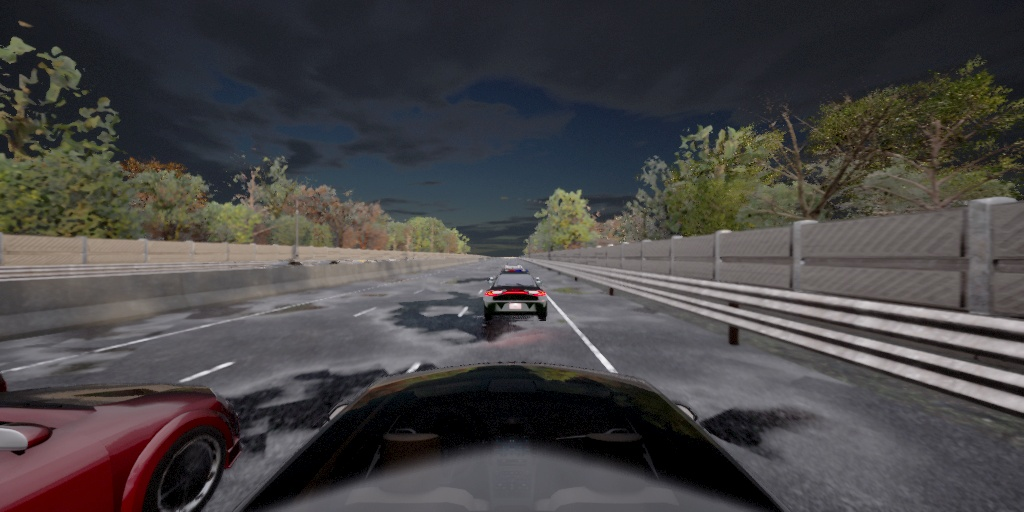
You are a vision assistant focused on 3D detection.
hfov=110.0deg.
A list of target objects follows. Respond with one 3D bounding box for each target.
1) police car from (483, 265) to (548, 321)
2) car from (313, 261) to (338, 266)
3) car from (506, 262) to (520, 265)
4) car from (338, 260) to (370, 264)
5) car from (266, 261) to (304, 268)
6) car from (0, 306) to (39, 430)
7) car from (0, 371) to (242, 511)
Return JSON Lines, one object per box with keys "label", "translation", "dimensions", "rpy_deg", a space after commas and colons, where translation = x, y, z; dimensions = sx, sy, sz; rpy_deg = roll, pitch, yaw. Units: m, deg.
{"label": "police car", "translation": [0.102, 1.257, 12.648], "dimensions": [2.038, 1.542, 4.974], "rpy_deg": [0, 0, 0]}
{"label": "car", "translation": [-21.021, 1.269, 40.764], "dimensions": [1.837, 1.490, 4.892], "rpy_deg": [0, -1, 1]}
{"label": "car", "translation": [0.107, 1.361, 44.308], "dimensions": [1.895, 1.301, 4.718], "rpy_deg": [0, 0, 0]}
{"label": "car", "translation": [-17.517, 1.239, 41.024], "dimensions": [1.882, 1.535, 5.008], "rpy_deg": [0, 0, 1]}
{"label": "car", "translation": [-24.541, 1.267, 38.890], "dimensions": [1.837, 1.490, 4.892], "rpy_deg": [0, 0, 1]}
{"label": "car", "translation": [-6.900, 1.315, 2.388], "dimensions": [1.994, 1.385, 4.181], "rpy_deg": [0, 0, 0]}
{"label": "car", "translation": [-3.401, 1.314, 1.459], "dimensions": [1.994, 1.385, 4.181], "rpy_deg": [0, 0, 0]}
